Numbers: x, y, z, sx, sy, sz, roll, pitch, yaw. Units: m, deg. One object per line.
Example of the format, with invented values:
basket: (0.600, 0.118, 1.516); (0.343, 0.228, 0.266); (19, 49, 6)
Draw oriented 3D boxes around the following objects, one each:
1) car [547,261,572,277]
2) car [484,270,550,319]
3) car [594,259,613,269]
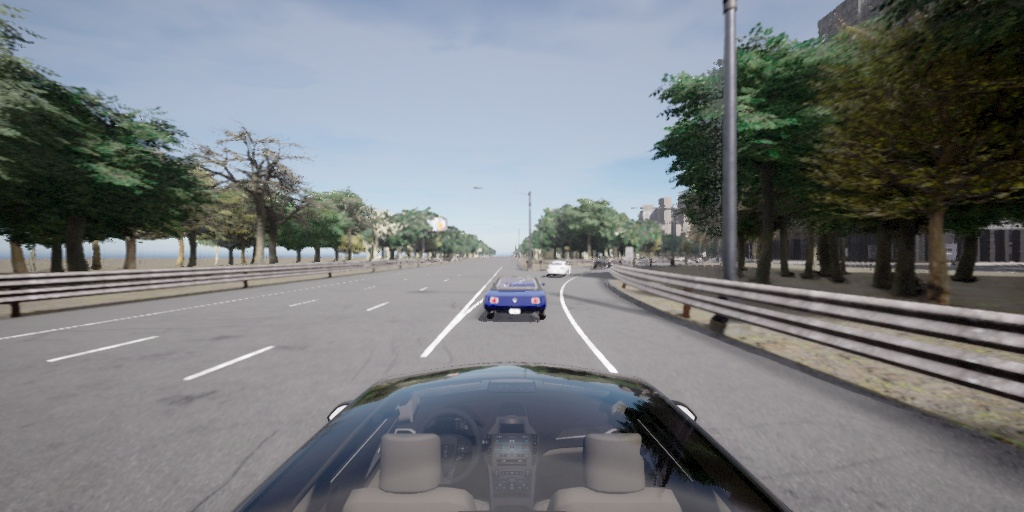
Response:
car: (4.552, 1.215, 34.163); (1.812, 1.442, 4.674); (0, 0, 18)
car: (0.244, 1.330, 12.710); (1.895, 1.301, 4.718); (0, 0, 4)
car: (13.607, 1.147, 53.068); (1.837, 1.490, 4.892); (-1, 0, 33)
